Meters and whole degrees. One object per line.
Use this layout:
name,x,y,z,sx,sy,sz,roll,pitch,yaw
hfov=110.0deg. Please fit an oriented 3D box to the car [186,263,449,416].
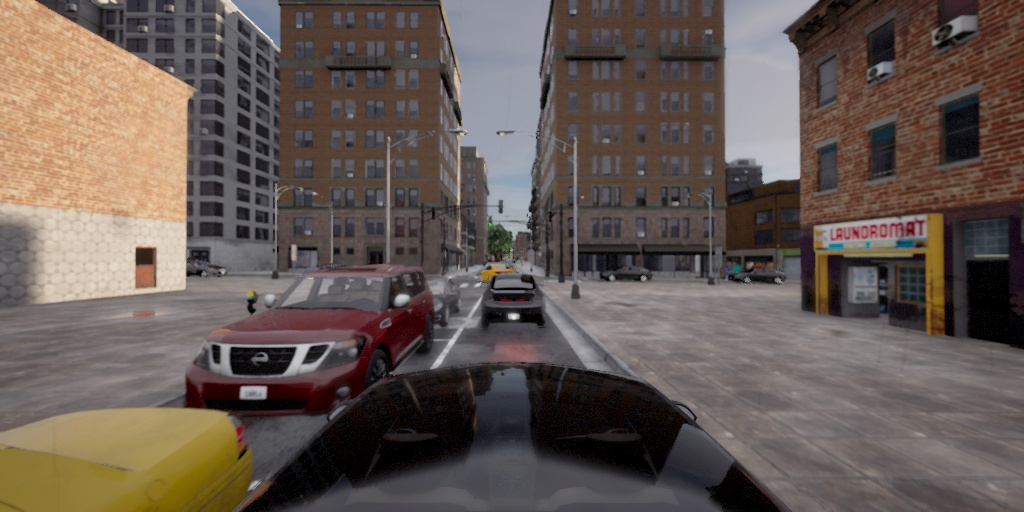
car,-2.665,1.094,6.174,2.192,1.841,5.009,0,0,0

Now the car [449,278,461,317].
car,-2.713,1.367,11.789,2.007,1.370,4.403,0,0,0

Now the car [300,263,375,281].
car,-14.779,1.312,30.595,5.357,1.411,2.033,1,-1,-1

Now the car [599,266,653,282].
car,10.687,1.655,33.788,4.892,1.490,1.837,1,-1,0

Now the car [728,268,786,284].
car,23.051,1.861,33.858,4.892,1.490,1.837,1,-1,0

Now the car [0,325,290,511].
car,-2.615,1.268,0.391,1.751,1.417,4.829,0,0,0

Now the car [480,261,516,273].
car,-1.173,1.397,27.892,1.882,1.535,5.008,1,-1,-18

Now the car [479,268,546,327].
car,0.020,1.323,11.787,1.837,1.490,4.892,0,0,-1

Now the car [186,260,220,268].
car,-27.015,1.108,30.497,4.902,1.511,2.128,1,-1,0
